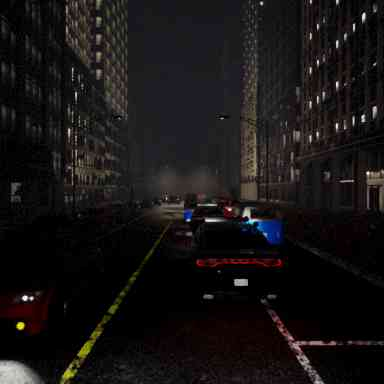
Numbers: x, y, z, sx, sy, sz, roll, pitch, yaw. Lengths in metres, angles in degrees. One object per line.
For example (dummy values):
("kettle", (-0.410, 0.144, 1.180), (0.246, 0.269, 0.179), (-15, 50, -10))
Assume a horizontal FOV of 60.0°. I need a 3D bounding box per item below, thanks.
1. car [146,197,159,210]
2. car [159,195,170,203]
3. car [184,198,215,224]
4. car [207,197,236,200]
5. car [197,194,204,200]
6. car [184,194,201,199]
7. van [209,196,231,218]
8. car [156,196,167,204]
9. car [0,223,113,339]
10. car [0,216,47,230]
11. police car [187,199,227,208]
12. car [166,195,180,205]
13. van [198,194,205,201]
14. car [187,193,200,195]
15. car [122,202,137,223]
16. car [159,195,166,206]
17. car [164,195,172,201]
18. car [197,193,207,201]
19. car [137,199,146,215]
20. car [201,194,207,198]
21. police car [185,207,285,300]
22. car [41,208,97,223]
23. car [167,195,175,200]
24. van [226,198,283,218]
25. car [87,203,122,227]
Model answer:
("car", (-5.823, 1.541, 42.512), (2.008, 1.369, 4.403), (-1, 0, 0))
("car", (-5.909, 1.422, 70.929), (1.967, 1.590, 4.097), (-1, 0, 0))
("car", (0.572, 1.472, 24.558), (1.882, 1.535, 5.008), (0, 0, 6))
("car", (2.607, 1.309, 25.486), (2.192, 1.841, 5.009), (-1, 0, 0))
("car", (2.404, 1.414, 93.690), (1.967, 1.590, 4.097), (-1, 0, 0))
("car", (-0.121, 1.467, 45.610), (1.882, 1.535, 5.008), (0, 0, 0))
("van", (2.590, 1.334, 31.170), (1.690, 1.788, 3.998), (-1, 0, 0))
("car", (-5.890, 1.566, 65.246), (1.802, 1.307, 4.206), (-1, 0, 0))
("car", (-3.120, 1.562, 6.634), (1.994, 1.385, 4.181), (0, 0, 0))
("car", (-5.720, 1.549, 8.410), (2.008, 1.369, 4.403), (-1, 0, 0))
("police car", (0.847, 1.421, 18.570), (1.930, 1.638, 5.238), (0, 0, 0))
("car", (-3.168, 1.338, 57.454), (2.097, 1.767, 4.553), (0, 0, 0))
("van", (2.420, 1.317, 88.006), (1.690, 1.788, 3.998), (-1, 0, 0))
("car", (-0.175, 1.207, 59.499), (2.150, 2.045, 5.566), (0, 0, 0))
("car", (-5.772, 1.545, 25.461), (2.008, 1.369, 4.403), (-1, 0, 0))
("car", (-5.856, 1.538, 53.879), (2.008, 1.369, 4.403), (-1, 0, 0))
("car", (-5.941, 1.504, 82.127), (1.752, 1.417, 4.829), (-1, 0, 0))
("car", (2.436, 1.293, 82.323), (2.192, 1.841, 5.009), (-1, 0, 0))
("car", (-5.788, 1.575, 31.145), (1.802, 1.307, 4.206), (-1, 0, 0))
("car", (2.524, 1.538, 53.904), (2.008, 1.369, 4.403), (-1, 0, 0))
("police car", (0.877, 1.423, 8.569), (1.930, 1.638, 5.238), (0, 0, 0))
("car", (-5.737, 1.563, 14.094), (1.947, 1.339, 4.313), (-1, 0, 0))
("car", (-5.976, 1.540, 93.665), (1.947, 1.339, 4.313), (-1, 0, 0))
("van", (2.641, 1.338, 14.119), (1.690, 1.788, 3.998), (-1, 0, 0))
("car", (-5.754, 1.540, 19.777), (1.887, 1.381, 4.507), (-1, 0, 0))
